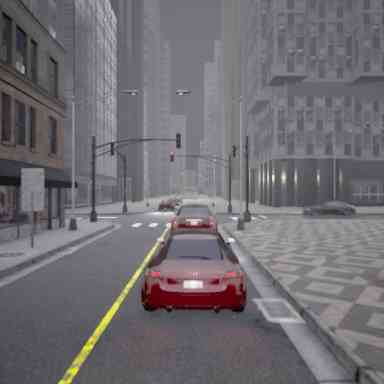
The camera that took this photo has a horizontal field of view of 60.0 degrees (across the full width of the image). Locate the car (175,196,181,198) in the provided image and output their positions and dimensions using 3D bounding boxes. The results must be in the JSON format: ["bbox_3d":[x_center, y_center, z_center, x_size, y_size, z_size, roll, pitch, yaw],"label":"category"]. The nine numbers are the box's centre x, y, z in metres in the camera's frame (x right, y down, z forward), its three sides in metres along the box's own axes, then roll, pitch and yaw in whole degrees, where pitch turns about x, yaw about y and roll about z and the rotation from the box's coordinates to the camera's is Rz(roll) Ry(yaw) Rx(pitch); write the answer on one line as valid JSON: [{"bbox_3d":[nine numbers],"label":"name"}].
[{"bbox_3d":[-3.099,1.580,54.378,2.033,1.411,5.357,0,0,0],"label":"car"}]

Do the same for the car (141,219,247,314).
[{"bbox_3d":[0.082,1.564,7.736,1.994,1.385,4.181,0,0,2],"label":"car"}]

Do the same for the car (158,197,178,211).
[{"bbox_3d":[-3.105,1.620,41.362,1.895,1.301,4.718,0,0,0],"label":"car"}]

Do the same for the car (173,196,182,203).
[{"bbox_3d":[-3.017,1.576,69.473,1.812,1.442,4.674,0,0,0],"label":"car"}]

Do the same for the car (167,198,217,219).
[{"bbox_3d":[0.147,1.354,16.356,2.097,1.767,4.553,0,0,2],"label":"car"}]

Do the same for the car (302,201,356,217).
[{"bbox_3d":[12.481,1.541,30.422,4.674,1.442,1.812,0,0,0],"label":"car"}]
